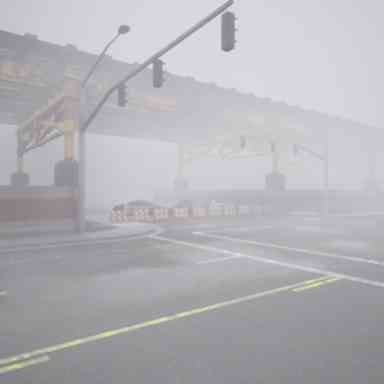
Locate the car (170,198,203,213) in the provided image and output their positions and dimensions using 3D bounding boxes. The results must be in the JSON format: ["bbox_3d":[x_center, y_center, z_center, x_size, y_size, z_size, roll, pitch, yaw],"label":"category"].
[{"bbox_3d":[-0.432,1.271,31.782,1.853,1.218,4.536,0,0,18],"label":"car"}]

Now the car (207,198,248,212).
[{"bbox_3d":[3.412,1.263,35.485,4.536,1.218,1.853,0,0,-7],"label":"car"}]

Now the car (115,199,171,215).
[{"bbox_3d":[-4.244,1.277,29.055,4.536,1.218,1.853,0,0,8],"label":"car"}]

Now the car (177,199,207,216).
[{"bbox_3d":[-0.447,1.428,31.733,2.038,1.542,4.974,0,0,18],"label":"car"}]

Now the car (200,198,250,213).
[{"bbox_3d":[3.463,1.421,35.492,4.974,1.542,2.038,0,0,-7],"label":"car"}]

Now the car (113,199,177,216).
[{"bbox_3d":[-4.192,1.435,29.048,4.974,1.542,2.038,0,0,8],"label":"car"}]
